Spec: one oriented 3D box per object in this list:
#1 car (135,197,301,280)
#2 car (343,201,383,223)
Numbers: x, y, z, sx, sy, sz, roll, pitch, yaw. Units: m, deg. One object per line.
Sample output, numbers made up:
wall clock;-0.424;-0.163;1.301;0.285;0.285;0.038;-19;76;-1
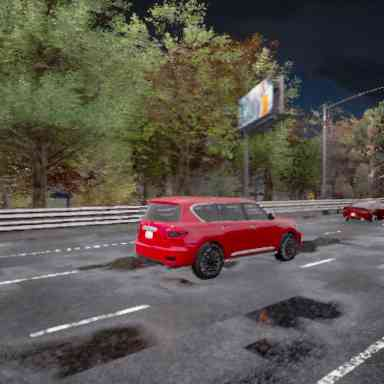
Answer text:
car;0.996;1.163;10.065;5.566;2.045;2.150;0;1;-39
car;12.964;1.382;24.345;5.008;1.535;1.882;0;0;-39
